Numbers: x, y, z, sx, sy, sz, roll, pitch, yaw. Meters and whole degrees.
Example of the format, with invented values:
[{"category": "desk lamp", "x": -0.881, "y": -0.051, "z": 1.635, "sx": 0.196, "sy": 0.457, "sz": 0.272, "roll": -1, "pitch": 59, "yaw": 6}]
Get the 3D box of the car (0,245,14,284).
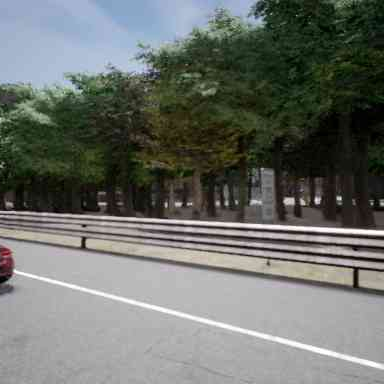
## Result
[{"category": "car", "x": -6.370, "y": 1.608, "z": 8.383, "sx": 4.674, "sy": 1.442, "sz": 1.812, "roll": -1, "pitch": -1, "yaw": 32}]
